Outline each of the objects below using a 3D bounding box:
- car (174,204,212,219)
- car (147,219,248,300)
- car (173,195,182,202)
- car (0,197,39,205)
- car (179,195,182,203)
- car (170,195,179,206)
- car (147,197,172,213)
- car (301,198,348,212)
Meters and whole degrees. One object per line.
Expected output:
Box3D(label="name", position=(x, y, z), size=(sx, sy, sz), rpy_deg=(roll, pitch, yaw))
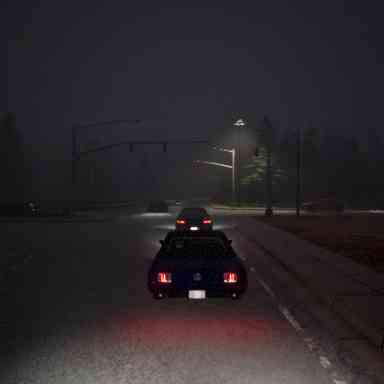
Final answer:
Box3D(label="car", position=(0.099, 1.511, 17.396), size=(1.812, 1.442, 4.674), rpy_deg=(0, 0, 0))
Box3D(label="car", position=(0.099, 1.596, 8.341), size=(1.895, 1.301, 4.718), rpy_deg=(0, 0, 0))
Box3D(label="car", position=(-3.344, 1.498, 77.956), size=(1.994, 1.385, 4.181), rpy_deg=(0, 0, 1))
Box3D(label="car", position=(-18.343, 1.363, 35.028), size=(4.553, 1.767, 2.097), rpy_deg=(0, 0, 1))
Box3D(label="car", position=(-3.509, 1.520, 67.423), size=(1.994, 1.385, 4.181), rpy_deg=(0, 0, 1))
Box3D(label="car", position=(-3.598, 1.490, 53.792), size=(1.812, 1.442, 4.674), rpy_deg=(0, 0, 0))
Box3D(label="car", position=(-3.608, 1.556, 36.010), size=(1.994, 1.385, 4.181), rpy_deg=(0, 0, 0))
Box3D(label="car", position=(15.150, 1.473, 38.126), size=(5.008, 1.535, 1.882), rpy_deg=(0, 0, 1))
